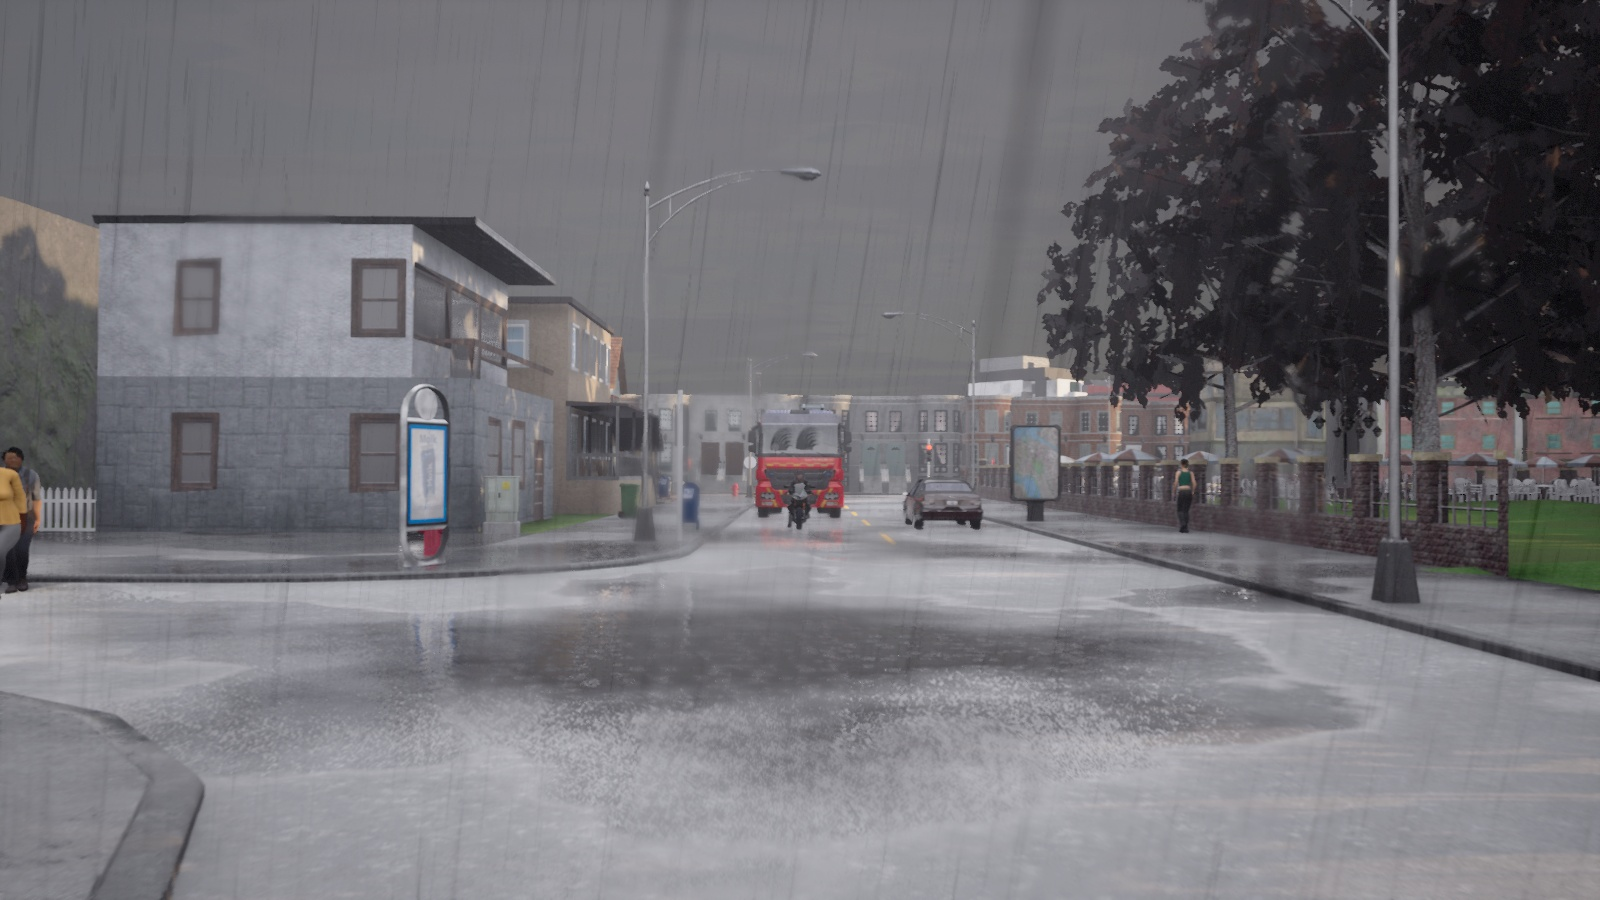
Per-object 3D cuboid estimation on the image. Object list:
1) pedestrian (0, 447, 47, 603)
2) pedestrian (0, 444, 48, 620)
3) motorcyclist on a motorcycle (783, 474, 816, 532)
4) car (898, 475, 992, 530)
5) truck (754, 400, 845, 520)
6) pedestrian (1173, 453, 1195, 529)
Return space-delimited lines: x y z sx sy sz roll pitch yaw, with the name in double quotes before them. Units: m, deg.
"pedestrian" -9.529 0.900 15.280 0.540 1.848 0.694 0 -1 -25
"pedestrian" -8.736 0.866 13.608 0.874 1.855 0.900 0 -1 -23
"motorcyclist on a motorcycle" -0.009 1.424 34.448 0.866 1.530 2.191 0 -1 0
"car" 3.994 1.440 35.571 2.033 1.411 5.357 0 -1 0
"truck" -0.012 0.391 44.392 2.891 3.827 8.468 0 -1 0
"pedestrian" 9.343 0.997 30.572 0.345 1.836 0.594 0 -1 0
